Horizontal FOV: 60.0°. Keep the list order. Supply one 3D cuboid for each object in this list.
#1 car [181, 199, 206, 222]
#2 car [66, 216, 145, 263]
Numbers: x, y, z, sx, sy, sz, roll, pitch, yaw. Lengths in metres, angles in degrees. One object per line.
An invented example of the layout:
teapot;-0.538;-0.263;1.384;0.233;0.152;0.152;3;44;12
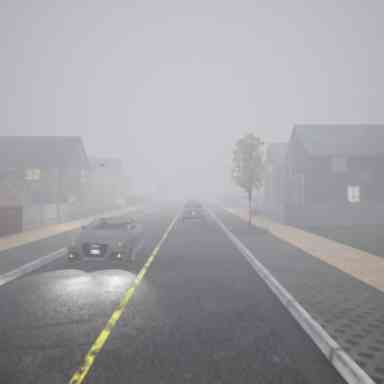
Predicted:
car;0.091;1.537;25.892;2.033;1.411;5.357;0;0;0
car;-2.845;1.560;11.755;1.994;1.385;4.181;0;0;0
